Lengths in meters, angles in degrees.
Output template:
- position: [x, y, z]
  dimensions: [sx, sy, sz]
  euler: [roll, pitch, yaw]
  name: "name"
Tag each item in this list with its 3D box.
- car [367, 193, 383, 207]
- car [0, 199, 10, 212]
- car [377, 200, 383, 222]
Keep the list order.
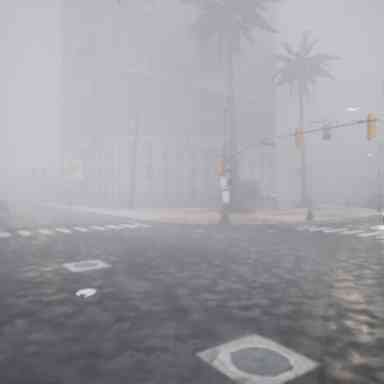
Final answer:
- position: [27.588, 1.242, 48.268]
  dimensions: [2.150, 2.045, 5.566]
  euler: [0, 0, 1]
  name: "car"
- position: [-21.999, 1.552, 37.768]
  dimensions: [2.033, 1.411, 5.357]
  euler: [0, 0, -36]
  name: "car"
- position: [15.515, 1.517, 23.946]
  dimensions: [4.892, 1.490, 1.837]
  euler: [0, 0, -38]
  name: "car"
